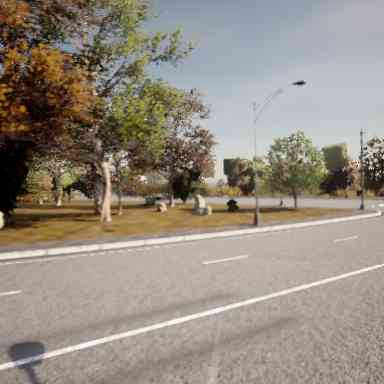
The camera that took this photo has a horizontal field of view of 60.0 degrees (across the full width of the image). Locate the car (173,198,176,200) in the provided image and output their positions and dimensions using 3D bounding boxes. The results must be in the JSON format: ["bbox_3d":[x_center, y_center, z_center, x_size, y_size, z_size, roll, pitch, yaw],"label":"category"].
[{"bbox_3d":[-3.109,0.892,65.660,1.812,1.442,4.674,-3,1,-38],"label":"car"}]

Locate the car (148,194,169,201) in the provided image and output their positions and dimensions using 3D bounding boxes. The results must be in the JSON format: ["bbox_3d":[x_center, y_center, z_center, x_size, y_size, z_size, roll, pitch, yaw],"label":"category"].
[{"bbox_3d":[-6.682,1.055,64.547,2.033,1.411,5.357,-3,1,-39],"label":"car"}]
